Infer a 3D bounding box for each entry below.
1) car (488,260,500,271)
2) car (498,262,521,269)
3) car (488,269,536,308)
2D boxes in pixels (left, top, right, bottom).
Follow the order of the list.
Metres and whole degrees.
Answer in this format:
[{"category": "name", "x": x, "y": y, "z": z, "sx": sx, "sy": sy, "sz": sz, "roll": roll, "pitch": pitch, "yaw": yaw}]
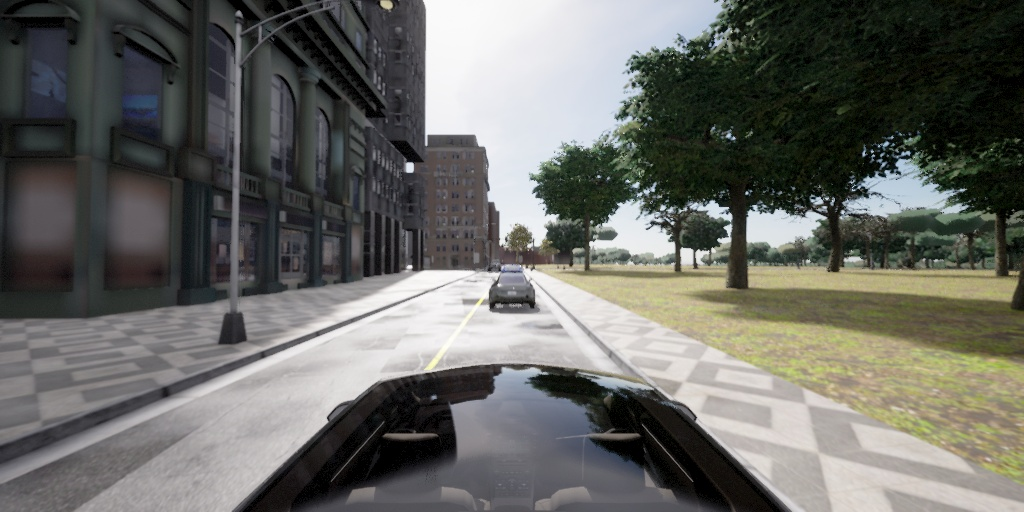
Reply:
[{"category": "car", "x": -2.970, "y": 1.680, "z": 62.557, "sx": 2.150, "sy": 2.045, "sz": 5.566, "roll": 0, "pitch": -1, "yaw": 0}, {"category": "car", "x": 0.020, "y": 1.532, "z": 31.318, "sx": 1.882, "sy": 1.535, "sz": 5.008, "roll": 0, "pitch": 0, "yaw": 0}, {"category": "car", "x": 0.011, "y": 1.453, "z": 16.150, "sx": 1.994, "sy": 1.385, "sz": 4.181, "roll": 0, "pitch": -1, "yaw": 0}]
